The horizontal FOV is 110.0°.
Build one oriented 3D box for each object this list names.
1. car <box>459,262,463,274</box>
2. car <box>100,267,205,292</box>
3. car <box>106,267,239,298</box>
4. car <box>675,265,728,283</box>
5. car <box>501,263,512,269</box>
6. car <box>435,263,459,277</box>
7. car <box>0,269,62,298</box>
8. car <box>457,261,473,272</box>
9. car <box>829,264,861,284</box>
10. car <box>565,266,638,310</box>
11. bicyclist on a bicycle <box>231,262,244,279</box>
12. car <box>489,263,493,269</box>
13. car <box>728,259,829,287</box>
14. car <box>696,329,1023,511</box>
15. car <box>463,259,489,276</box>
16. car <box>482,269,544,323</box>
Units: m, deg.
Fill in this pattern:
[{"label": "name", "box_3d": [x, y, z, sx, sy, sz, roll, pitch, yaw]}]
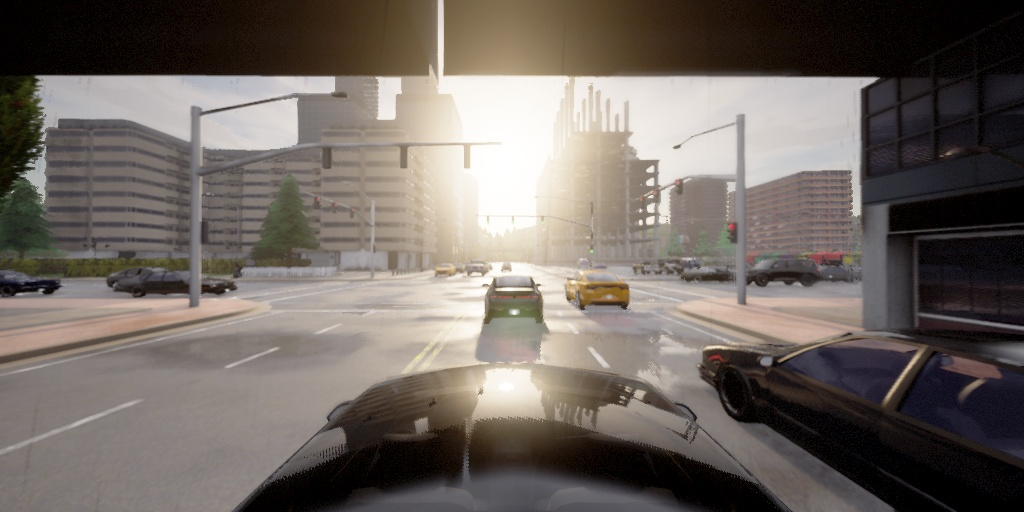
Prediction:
[{"label": "car", "box_3d": [-8.052, 1.759, 52.830, 1.882, 1.535, 5.008, 0, -1, 0]}, {"label": "car", "box_3d": [-22.938, 1.478, 23.019, 4.892, 1.490, 1.837, 0, -1, 0]}, {"label": "car", "box_3d": [-18.179, 1.484, 19.548, 5.357, 1.411, 2.033, 0, -1, -1]}, {"label": "car", "box_3d": [16.885, 1.649, 30.500, 4.718, 1.301, 1.895, 0, -1, 0]}, {"label": "car", "box_3d": [-0.926, 1.934, 63.048, 2.033, 1.411, 5.357, 0, -1, 0]}, {"label": "car", "box_3d": [-7.998, 1.660, 43.258, 1.882, 1.535, 5.008, 0, -1, 0]}, {"label": "car", "box_3d": [-27.772, 1.538, 19.498, 4.718, 1.301, 1.895, 0, -1, 0]}, {"label": "car", "box_3d": [-8.070, 1.730, 62.094, 2.097, 1.767, 4.553, 0, -1, 0]}, {"label": "car", "box_3d": [26.528, 1.593, 30.336, 5.357, 1.411, 2.033, 0, -1, 1]}, {"label": "car", "box_3d": [3.541, 1.372, 15.649, 1.882, 1.535, 5.008, 0, 0, -1]}, {"label": "bicyclist on a bicycle", "box_3d": [-26.002, 1.388, 33.990, 0.582, 1.620, 1.656, 0, 0, 0]}, {"label": "car", "box_3d": [-4.561, 1.805, 55.881, 2.128, 1.511, 4.902, 0, -1, 0]}, {"label": "car", "box_3d": [19.898, 1.232, 26.966, 5.566, 2.045, 2.150, 0, -1, 1]}, {"label": "car", "box_3d": [3.599, 1.308, 2.753, 2.033, 1.411, 5.357, 0, -1, 0]}, {"label": "car", "box_3d": [-4.515, 1.433, 46.143, 2.150, 2.045, 5.566, 0, -1, 0]}, {"label": "car", "box_3d": [0.004, 1.368, 12.617, 1.837, 1.490, 4.892, 0, -1, -2]}]
